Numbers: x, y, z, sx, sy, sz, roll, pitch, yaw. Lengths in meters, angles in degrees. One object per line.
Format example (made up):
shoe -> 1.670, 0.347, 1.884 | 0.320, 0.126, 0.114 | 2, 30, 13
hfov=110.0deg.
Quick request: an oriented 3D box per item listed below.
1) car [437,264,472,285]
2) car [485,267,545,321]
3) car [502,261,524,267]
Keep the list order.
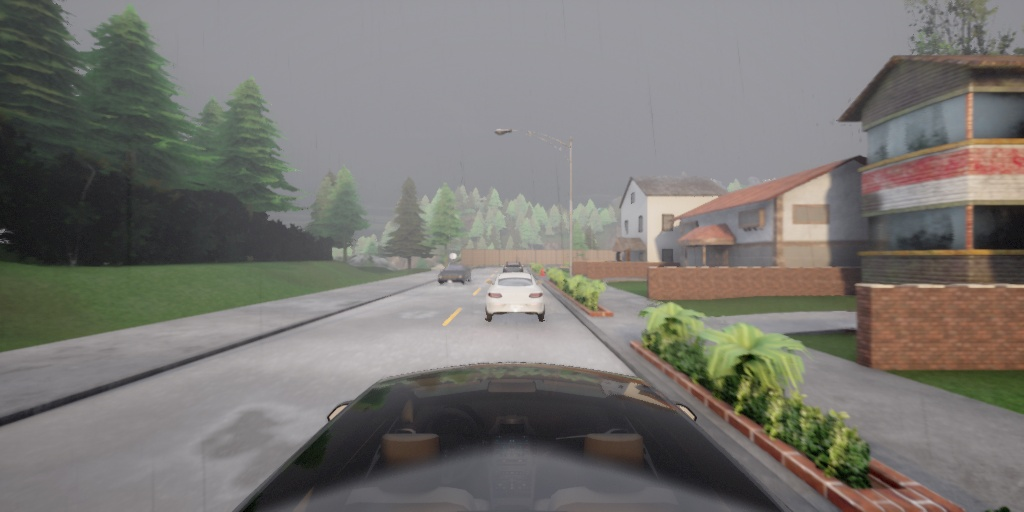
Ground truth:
car -> -4.062, 1.291, 26.246 | 2.033, 1.411, 5.357 | 0, 0, 0
car -> 0.101, 1.273, 12.390 | 1.812, 1.442, 4.674 | 0, 0, 0
car -> 0.099, 1.233, 33.480 | 2.128, 1.511, 4.902 | 0, 0, 0
